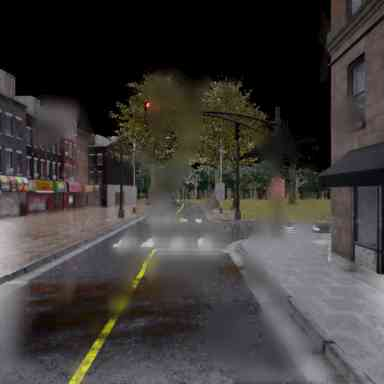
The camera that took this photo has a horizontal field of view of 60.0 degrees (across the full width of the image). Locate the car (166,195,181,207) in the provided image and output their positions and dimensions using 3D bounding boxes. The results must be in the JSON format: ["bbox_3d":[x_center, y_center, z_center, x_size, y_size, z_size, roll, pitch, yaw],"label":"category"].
[{"bbox_3d":[-2.979,1.446,54.229,2.097,1.767,4.553,0,0,0],"label":"car"}]

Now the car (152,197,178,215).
[{"bbox_3d":[-2.919,1.529,34.090,2.128,1.511,4.902,0,0,0],"label":"car"}]

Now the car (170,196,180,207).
[{"bbox_3d":[-2.943,1.614,43.997,2.033,1.411,5.357,0,0,0],"label":"car"}]
